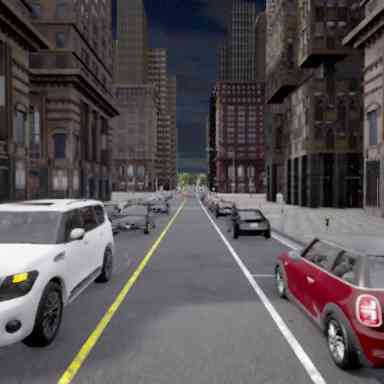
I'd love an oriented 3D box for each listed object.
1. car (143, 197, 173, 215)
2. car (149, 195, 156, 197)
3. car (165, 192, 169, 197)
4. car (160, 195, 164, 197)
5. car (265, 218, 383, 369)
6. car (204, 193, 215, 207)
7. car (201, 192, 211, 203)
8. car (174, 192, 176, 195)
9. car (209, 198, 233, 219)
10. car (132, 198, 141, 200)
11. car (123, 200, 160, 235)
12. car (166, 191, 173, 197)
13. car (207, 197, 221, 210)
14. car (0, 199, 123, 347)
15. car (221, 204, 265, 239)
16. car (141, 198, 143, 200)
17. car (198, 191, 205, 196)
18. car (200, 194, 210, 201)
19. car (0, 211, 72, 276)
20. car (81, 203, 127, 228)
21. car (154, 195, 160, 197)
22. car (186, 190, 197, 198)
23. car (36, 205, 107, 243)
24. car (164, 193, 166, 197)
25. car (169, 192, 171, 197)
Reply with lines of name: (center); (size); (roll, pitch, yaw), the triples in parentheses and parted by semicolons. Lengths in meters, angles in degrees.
car: (-3.072, 1.427, 31.295); (1.994, 1.385, 4.181); (0, 0, 1)
car: (-5.775, 1.388, 38.963); (1.947, 1.339, 4.313); (-1, 0, 0)
car: (-5.775, 1.193, 60.957); (1.752, 1.417, 4.829); (-1, 0, 0)
car: (-5.776, 1.192, 50.044); (1.967, 1.590, 4.097); (-1, 0, 0)
car: (2.750, 1.418, 5.726); (1.967, 1.590, 4.097); (-1, 0, 0)
car: (2.749, 1.263, 38.969); (1.967, 1.590, 4.097); (-1, 0, 0)
car: (2.750, 1.192, 50.049); (1.967, 1.590, 4.097); (-1, 0, 0)
car: (-5.776, 0.772, 83.288); (2.192, 1.841, 5.009); (0, 1, 0)
car: (2.751, 1.446, 27.888); (1.947, 1.339, 4.313); (-1, 0, 0)
car: (-5.775, 1.406, 27.710); (1.752, 1.417, 4.829); (-1, 0, 0)
car: (-3.096, 1.429, 18.492); (1.837, 1.490, 4.892); (0, 0, 0)
car: (-5.774, 1.057, 77.750); (1.887, 1.381, 4.507); (0, 1, 0)
car: (2.751, 1.435, 33.429); (1.802, 1.307, 4.206); (-1, 0, 0)
car: (-3.097, 1.196, 6.628); (2.150, 2.045, 5.566); (0, 0, 0)
car: (2.751, 1.498, 16.808); (1.947, 1.339, 4.313); (-1, 0, 0)
car: (-5.774, 1.418, 33.421); (1.947, 1.339, 4.313); (-1, 0, 0)
car: (2.749, 0.982, 61.129); (2.192, 1.841, 5.009); (-1, 0, 0)
car: (2.751, 1.112, 72.212); (1.887, 1.381, 4.507); (0, 1, 0)
car: (-5.774, 1.482, 11.088); (1.752, 1.417, 4.829); (-1, 0, 0)
car: (-5.774, 1.473, 22.340); (1.947, 1.339, 4.313); (-1, 0, 0)
car: (-5.775, 1.371, 44.504); (1.802, 1.307, 4.206); (-1, 0, 0)
car: (-0.007, 0.924, 85.693); (1.994, 1.385, 4.181); (0, 1, 0)
car: (-5.774, 1.458, 16.629); (1.752, 1.417, 4.829); (-1, 0, 0)
car: (-5.774, 1.293, 55.587); (1.802, 1.307, 4.206); (-1, 0, 0)
car: (-5.774, 1.185, 66.669); (1.947, 1.339, 4.313); (-1, 0, 0)
